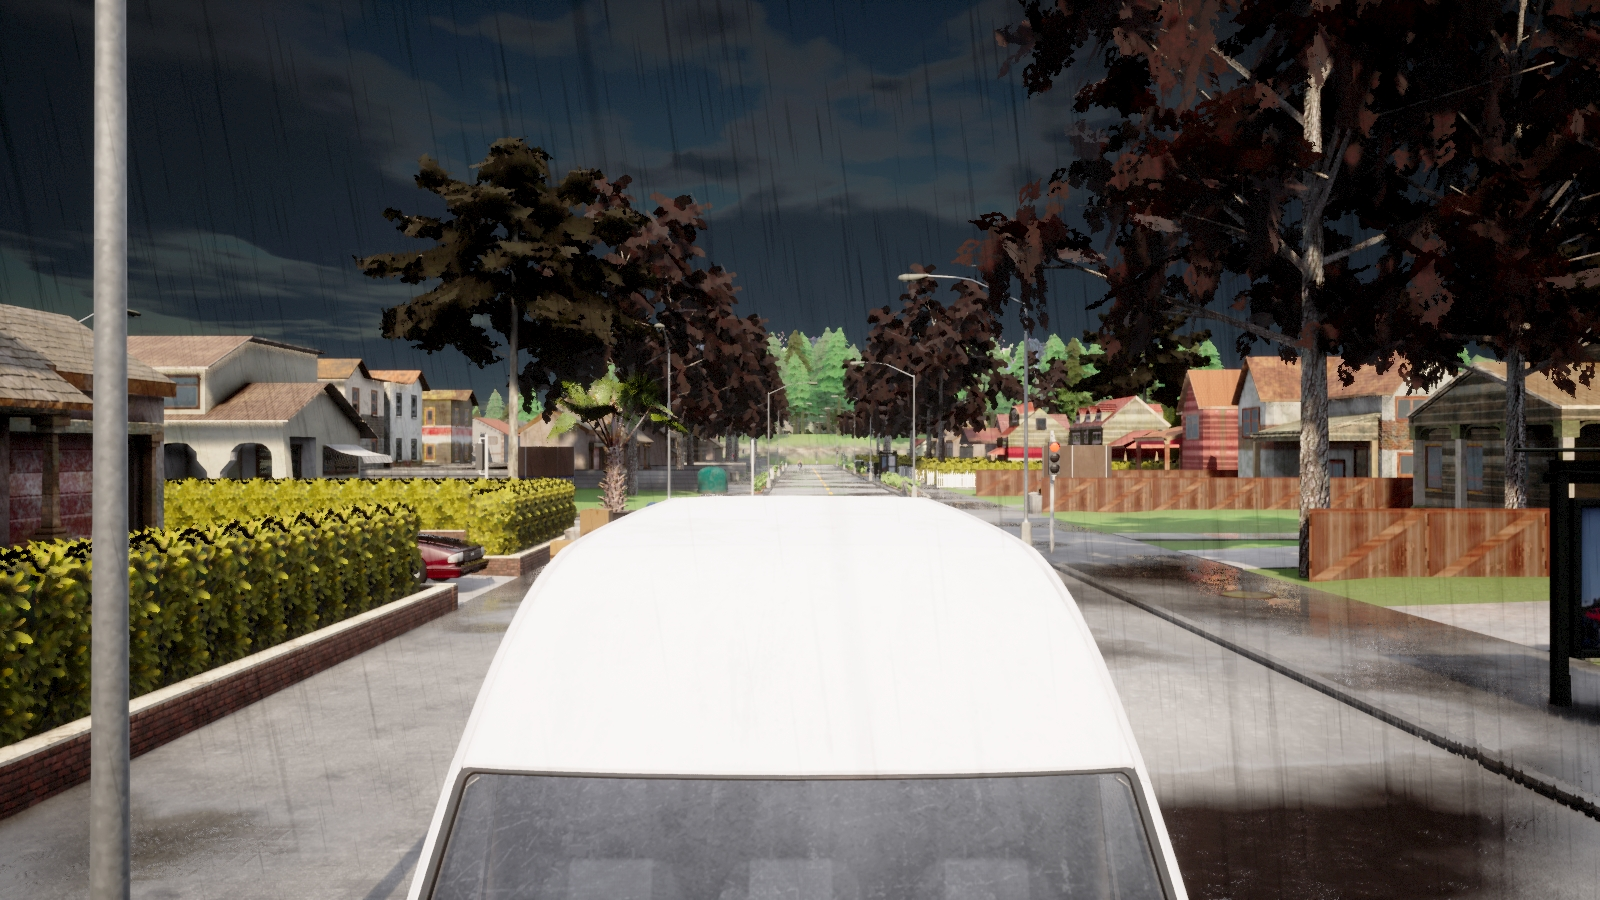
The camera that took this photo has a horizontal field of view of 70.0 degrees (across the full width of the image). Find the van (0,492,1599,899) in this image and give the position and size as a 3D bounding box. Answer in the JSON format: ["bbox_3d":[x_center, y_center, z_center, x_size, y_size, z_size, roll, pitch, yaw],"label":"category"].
[{"bbox_3d":[0.002,1.537,4.030,1.988,2.561,5.915,0,0,0],"label":"van"}]
